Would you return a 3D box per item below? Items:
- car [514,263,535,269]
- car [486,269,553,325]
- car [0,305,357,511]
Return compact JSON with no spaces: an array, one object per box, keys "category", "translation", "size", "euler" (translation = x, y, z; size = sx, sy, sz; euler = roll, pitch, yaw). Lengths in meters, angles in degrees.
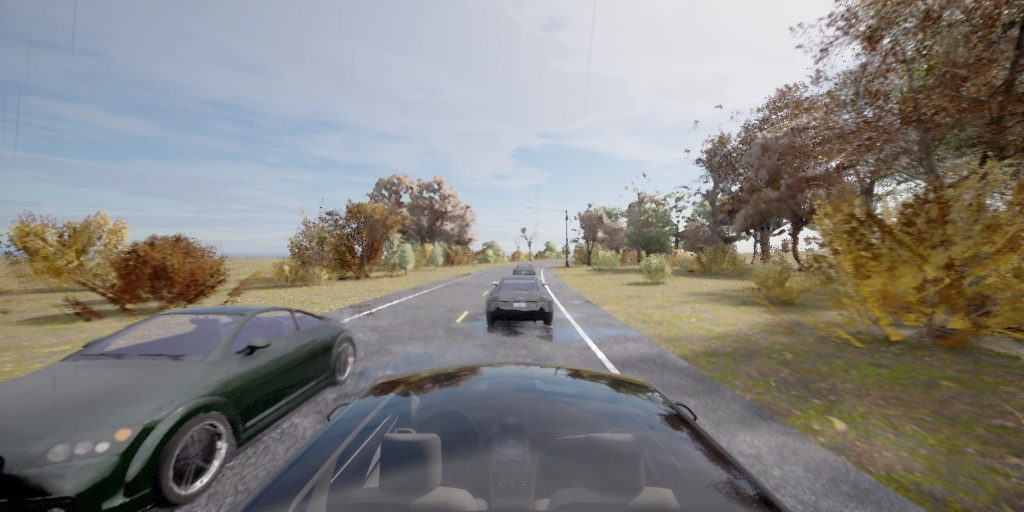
[{"category":"car","translation":[1.100,1.313,31.903],"size":[1.994,1.385,4.181],"euler":[0,0,3]},{"category":"car","translation":[0.252,1.314,11.852],"size":[1.994,1.385,4.181],"euler":[0,0,1]},{"category":"car","translation":[-3.553,1.311,4.214],"size":[1.994,1.385,4.181],"euler":[0,0,0]}]
